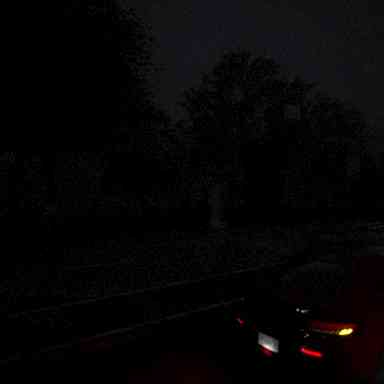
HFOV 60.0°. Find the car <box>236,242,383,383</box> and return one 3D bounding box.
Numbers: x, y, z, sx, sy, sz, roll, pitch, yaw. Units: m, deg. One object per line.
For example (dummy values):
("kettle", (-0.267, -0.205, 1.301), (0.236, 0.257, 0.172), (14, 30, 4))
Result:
("car", (2.732, 1.513, 5.084), (4.674, 1.442, 1.812), (0, 0, -36))
